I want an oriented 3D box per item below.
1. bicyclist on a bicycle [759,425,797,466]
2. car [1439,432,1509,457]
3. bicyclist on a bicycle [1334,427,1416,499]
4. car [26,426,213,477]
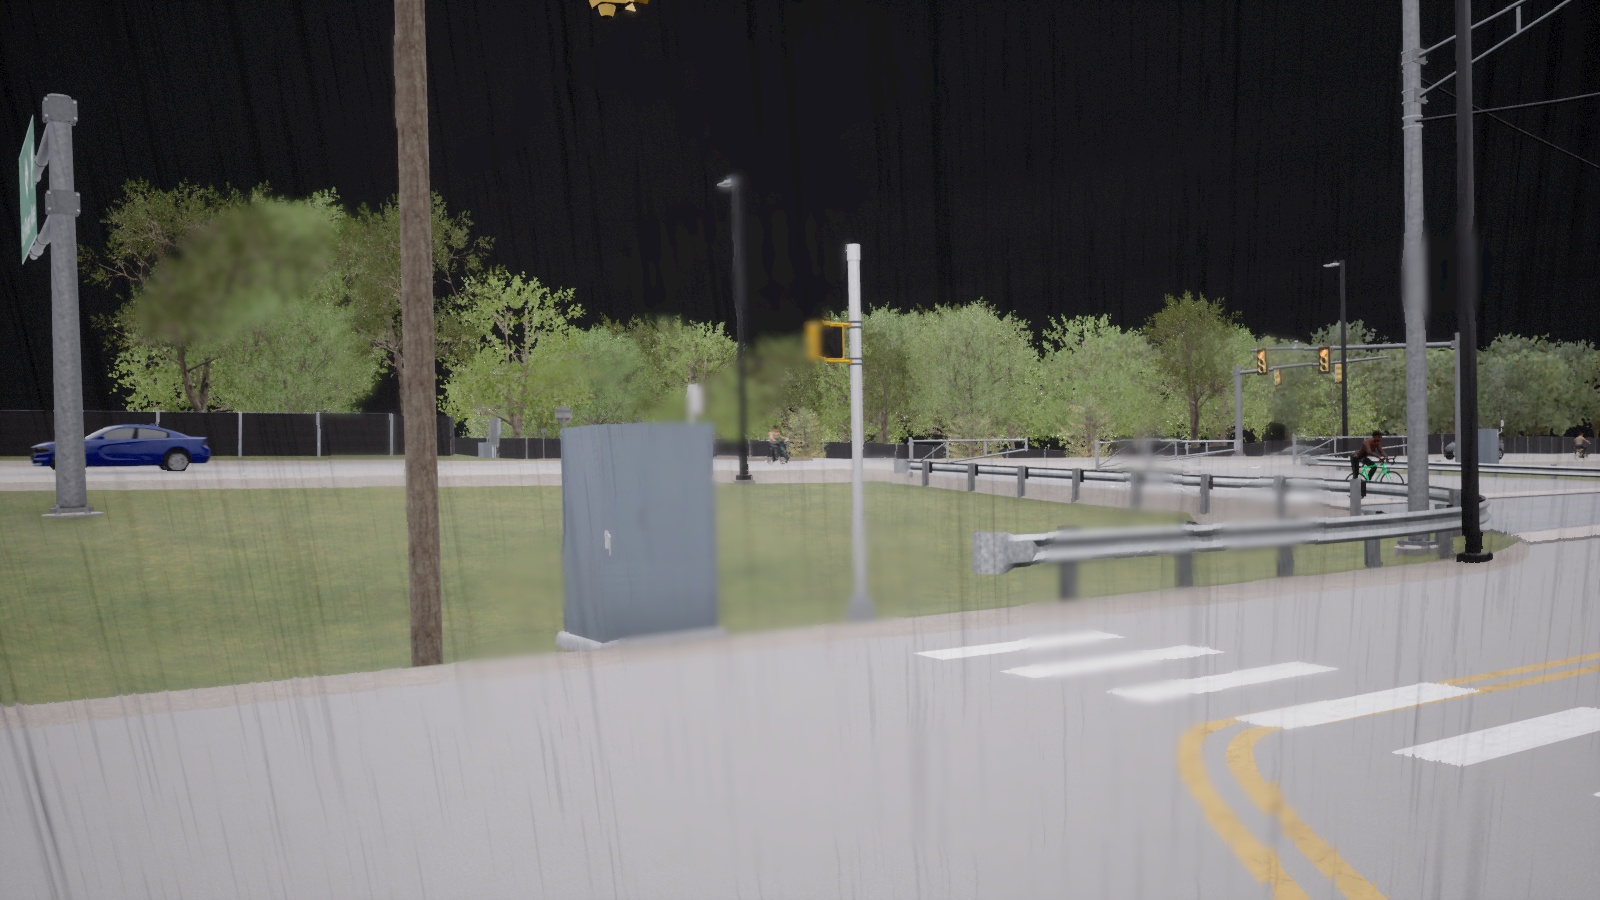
[{"bbox_3d":[-0.889,-0.192,50.762,0.866,1.612,1.509,-1,0,-34],"label":"bicyclist on a bicycle"},{"bbox_3d":[42.324,-0.363,78.792,4.514,1.525,2.007,0,0,-34],"label":"car"},{"bbox_3d":[13.445,0.321,29.411,0.582,1.620,1.656,-1,-2,-27],"label":"bicyclist on a bicycle"},{"bbox_3d":[-21.444,0.029,39.649,5.008,1.535,1.882,-1,0,-34],"label":"car"}]
